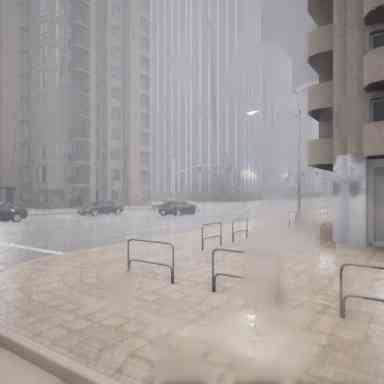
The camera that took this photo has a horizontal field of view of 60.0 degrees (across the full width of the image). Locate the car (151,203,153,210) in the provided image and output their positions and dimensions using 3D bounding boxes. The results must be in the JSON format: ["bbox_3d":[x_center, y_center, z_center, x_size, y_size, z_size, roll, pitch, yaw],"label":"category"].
[{"bbox_3d":[-3.067,1.533,41.520,1.882,1.535,5.008,0,0,35],"label":"car"}]

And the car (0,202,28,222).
[{"bbox_3d":[-14.803,1.560,24.622,1.837,1.490,4.892,0,0,36],"label":"car"}]

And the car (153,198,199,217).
[{"bbox_3d":[-1.180,1.560,31.664,1.837,1.490,4.892,0,0,35],"label":"car"}]

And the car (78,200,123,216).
[{"bbox_3d":[-8.994,1.560,32.993,1.837,1.490,4.892,0,0,35],"label":"car"}]
